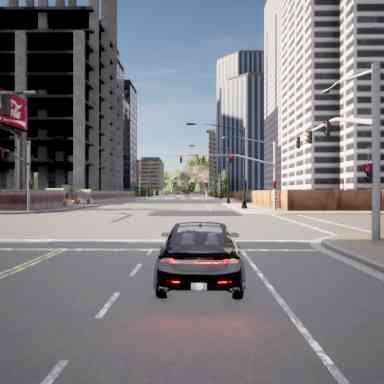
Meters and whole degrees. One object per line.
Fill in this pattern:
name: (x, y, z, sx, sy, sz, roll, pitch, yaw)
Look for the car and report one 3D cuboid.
car: (0.207, 1.500, 8.442, 2.128, 1.511, 4.902, 0, 0, 2)
